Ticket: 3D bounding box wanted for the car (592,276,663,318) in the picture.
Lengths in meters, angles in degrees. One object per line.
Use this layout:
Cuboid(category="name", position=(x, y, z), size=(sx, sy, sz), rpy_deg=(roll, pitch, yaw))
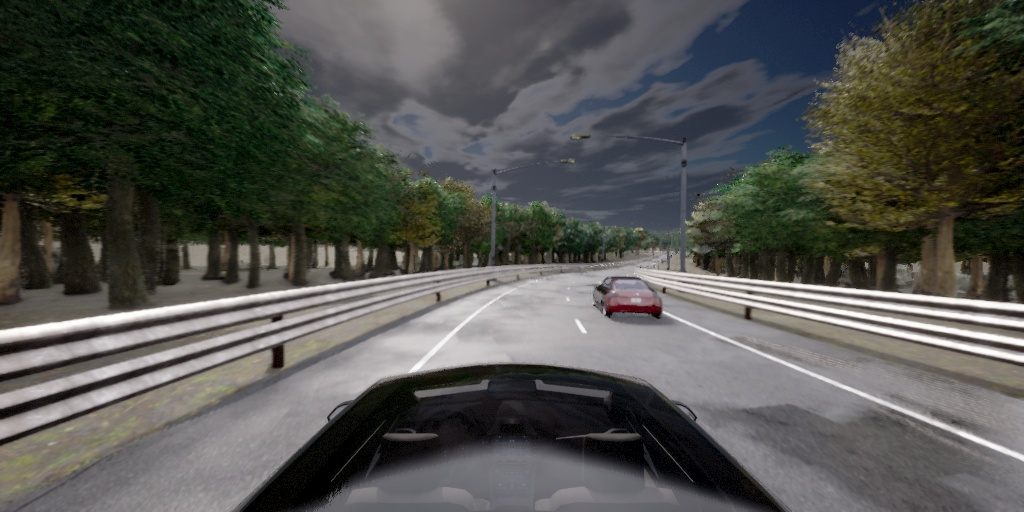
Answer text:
Cuboid(category="car", position=(4.295, 1.461, 13.885), size=(1.994, 1.385, 4.181), rpy_deg=(1, -1, 5))
